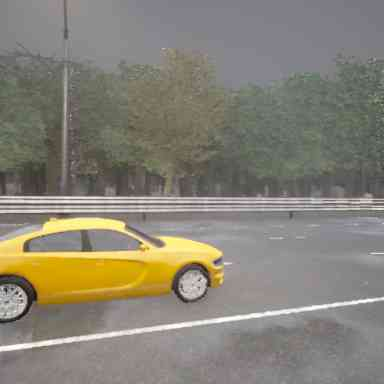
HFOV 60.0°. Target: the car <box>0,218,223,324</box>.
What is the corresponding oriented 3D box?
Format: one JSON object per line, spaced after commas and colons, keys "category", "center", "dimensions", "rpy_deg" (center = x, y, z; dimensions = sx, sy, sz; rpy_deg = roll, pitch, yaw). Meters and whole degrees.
{"category": "car", "center": [-1.811, 1.262, 6.488], "dimensions": [5.008, 1.535, 1.882], "rpy_deg": [1, 2, -20]}
